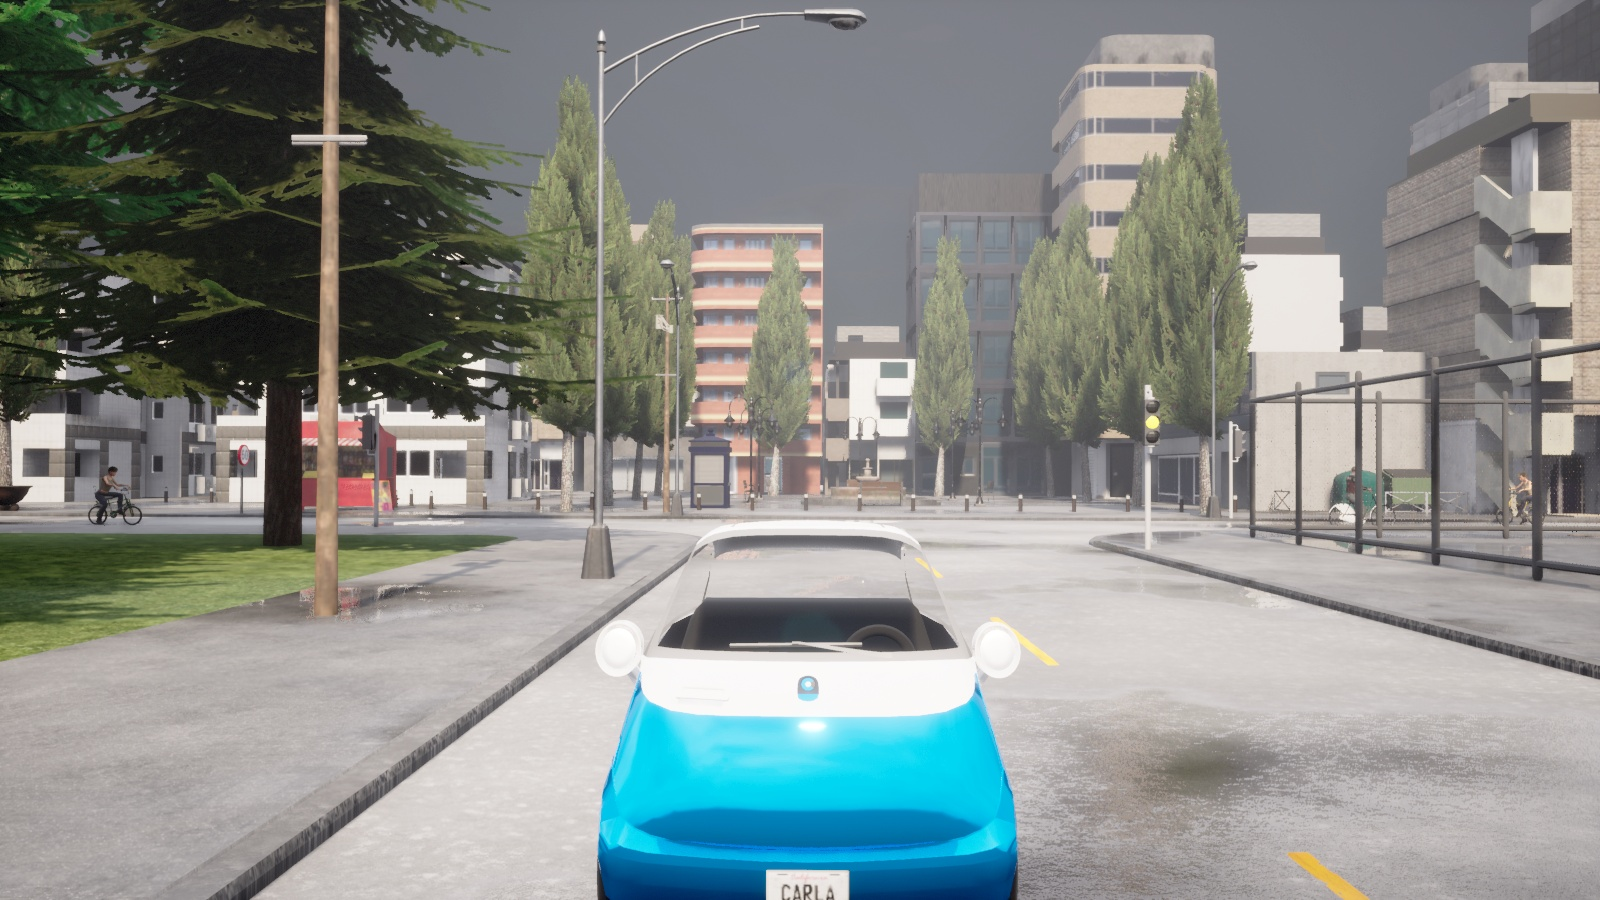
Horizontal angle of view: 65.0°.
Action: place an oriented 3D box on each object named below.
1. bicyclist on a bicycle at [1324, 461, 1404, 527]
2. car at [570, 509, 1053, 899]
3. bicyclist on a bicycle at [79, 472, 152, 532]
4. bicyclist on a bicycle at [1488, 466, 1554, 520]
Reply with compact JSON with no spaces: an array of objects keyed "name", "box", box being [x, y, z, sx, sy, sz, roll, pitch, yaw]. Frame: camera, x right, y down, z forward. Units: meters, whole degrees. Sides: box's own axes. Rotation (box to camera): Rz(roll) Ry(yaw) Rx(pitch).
[{"name":"bicyclist on a bicycle","box":[15.345,1.197,34.202,1.843,1.776,0.659,0,-1,-1]},{"name":"car","box":[0.037,0.953,4.965,1.481,1.376,2.207,0,-1,0]},{"name":"bicyclist on a bicycle","box":[-18.738,1.402,34.391,1.509,1.612,0.866,0,-1,1]},{"name":"bicyclist on a bicycle","box":[21.948,1.304,38.248,1.509,1.612,0.866,0,-1,0]}]
